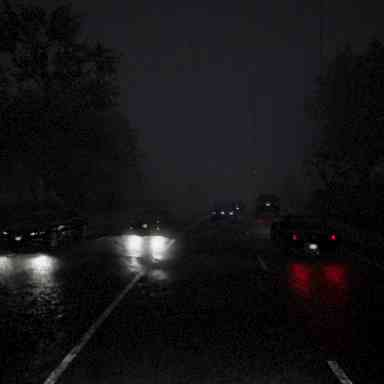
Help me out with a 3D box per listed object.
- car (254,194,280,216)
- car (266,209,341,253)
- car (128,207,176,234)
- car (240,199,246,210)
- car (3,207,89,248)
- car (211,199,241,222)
[{"bbox_3d":[7.183,1.213,31.932,2.150,2.045,5.566,0,0,11],"label":"car"},{"bbox_3d":[4.452,1.601,13.792,1.895,1.301,4.718,0,0,6],"label":"car"},{"bbox_3d":[-2.160,1.543,18.983,1.994,1.385,4.181,0,0,7],"label":"car"},{"bbox_3d":[5.827,1.519,42.579,1.994,1.385,4.181,0,0,12],"label":"car"},{"bbox_3d":[-6.179,1.478,14.712,1.837,1.490,4.892,0,0,6],"label":"car"},{"bbox_3d":[2.558,1.532,25.936,2.033,1.411,5.357,0,0,9],"label":"car"}]
